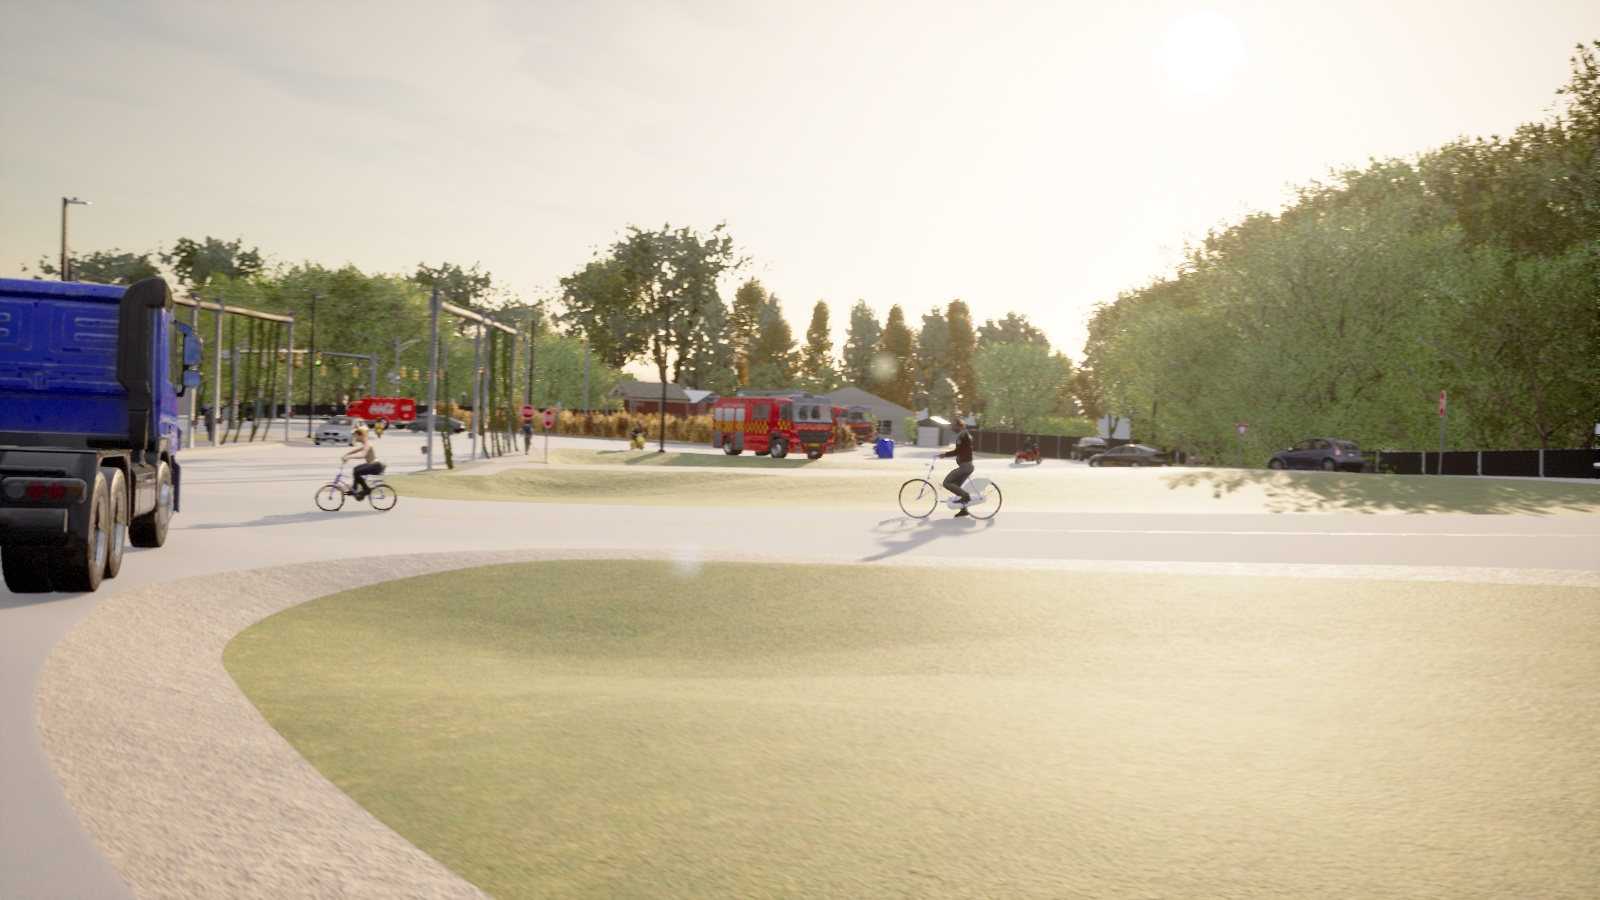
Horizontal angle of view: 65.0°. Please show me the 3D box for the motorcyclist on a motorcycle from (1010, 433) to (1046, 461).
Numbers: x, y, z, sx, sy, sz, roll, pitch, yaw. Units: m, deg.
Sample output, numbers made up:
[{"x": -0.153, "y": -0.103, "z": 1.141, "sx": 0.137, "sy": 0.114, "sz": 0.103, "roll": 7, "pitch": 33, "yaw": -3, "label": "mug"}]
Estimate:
[{"x": 13.033, "y": -0.189, "z": 71.887, "sx": 1.817, "sy": 1.590, "sz": 0.866, "roll": 0, "pitch": 1, "yaw": -16, "label": "motorcyclist on a motorcycle"}]

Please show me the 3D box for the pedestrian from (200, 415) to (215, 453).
[{"x": -31.200, "y": -0.845, "z": 66.165, "sx": 0.659, "sy": 1.952, "sz": 0.873, "roll": 1, "pitch": 3, "yaw": -22, "label": "pedestrian"}]

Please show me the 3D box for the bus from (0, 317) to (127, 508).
[{"x": -21.845, "y": -0.948, "z": 31.221, "sx": 10.273, "sy": 4.253, "sz": 3.944, "roll": 1, "pitch": 2, "yaw": 28, "label": "bus"}]

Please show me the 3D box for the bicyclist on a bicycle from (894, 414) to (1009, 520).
[{"x": 2.636, "y": 0.289, "z": 21.809, "sx": 1.843, "sy": 1.776, "sz": 0.659, "roll": -1, "pitch": 2, "yaw": 19, "label": "bicyclist on a bicycle"}]

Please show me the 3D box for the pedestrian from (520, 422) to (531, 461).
[{"x": -14.125, "y": -0.424, "z": 64.609, "sx": 0.423, "sy": 1.949, "sz": 0.788, "roll": 2, "pitch": 3, "yaw": -6, "label": "pedestrian"}]

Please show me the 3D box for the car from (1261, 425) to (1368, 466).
[{"x": 22.320, "y": -0.165, "z": 54.659, "sx": 1.851, "sy": 1.617, "sz": 3.988, "roll": 0, "pitch": -2, "yaw": -29, "label": "car"}]

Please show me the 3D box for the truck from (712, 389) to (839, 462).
[{"x": -1.495, "y": -1.438, "z": 70.917, "sx": 2.891, "sy": 3.827, "sz": 8.468, "roll": -1, "pitch": 2, "yaw": -35, "label": "truck"}]

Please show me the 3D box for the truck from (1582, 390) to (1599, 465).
[{"x": 27.390, "y": -0.687, "z": 39.315, "sx": 2.627, "sy": 2.467, "sz": 5.204, "roll": 1, "pitch": 1, "yaw": 2, "label": "truck"}]

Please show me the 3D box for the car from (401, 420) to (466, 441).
[{"x": -27.284, "y": -1.433, "z": 93.605, "sx": 4.181, "sy": 1.385, "sz": 1.994, "roll": 2, "pitch": 3, "yaw": 4, "label": "car"}]

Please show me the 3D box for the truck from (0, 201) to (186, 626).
[{"x": -8.702, "y": -0.309, "z": 13.638, "sx": 2.891, "sy": 3.462, "sz": 7.936, "roll": 1, "pitch": 0, "yaw": -21, "label": "truck"}]

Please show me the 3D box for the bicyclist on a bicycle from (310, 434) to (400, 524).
[{"x": -8.486, "y": 0.537, "z": 24.018, "sx": 1.509, "sy": 1.612, "sz": 0.866, "roll": -1, "pitch": 3, "yaw": -14, "label": "bicyclist on a bicycle"}]

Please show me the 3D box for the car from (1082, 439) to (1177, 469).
[{"x": 16.802, "y": 0.196, "z": 64.257, "sx": 1.837, "sy": 1.490, "sz": 4.892, "roll": 0, "pitch": 0, "yaw": -29, "label": "car"}]

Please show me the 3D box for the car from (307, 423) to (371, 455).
[{"x": -26.656, "y": -0.676, "z": 72.762, "sx": 2.242, "sy": 1.667, "sz": 4.611, "roll": 2, "pitch": 2, "yaw": -5, "label": "car"}]

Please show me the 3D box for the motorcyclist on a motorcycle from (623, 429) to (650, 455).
[{"x": -10.273, "y": -0.520, "z": 78.866, "sx": 0.866, "sy": 1.590, "sz": 1.817, "roll": -4, "pitch": 3, "yaw": -34, "label": "motorcyclist on a motorcycle"}]

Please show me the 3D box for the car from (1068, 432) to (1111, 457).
[{"x": 18.778, "y": -0.364, "z": 81.645, "sx": 1.837, "sy": 1.490, "sz": 4.892, "roll": 1, "pitch": 1, "yaw": 3, "label": "car"}]
